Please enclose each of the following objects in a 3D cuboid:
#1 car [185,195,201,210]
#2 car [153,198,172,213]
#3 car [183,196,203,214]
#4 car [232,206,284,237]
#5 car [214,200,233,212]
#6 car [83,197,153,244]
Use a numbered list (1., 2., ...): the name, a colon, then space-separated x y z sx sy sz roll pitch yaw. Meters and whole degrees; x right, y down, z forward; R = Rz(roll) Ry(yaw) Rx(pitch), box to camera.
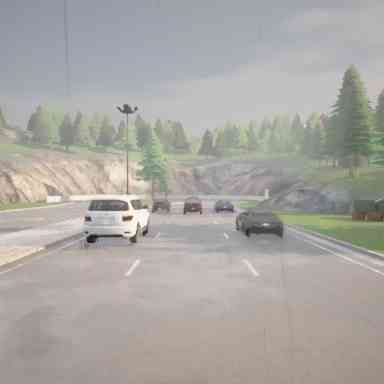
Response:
1. car: 0.183 1.352 44.286 2.097 1.767 4.553 0 0 1
2. car: -3.397 1.504 37.692 1.837 1.490 4.892 0 0 0
3. car: 0.092 1.477 35.063 1.882 1.535 5.008 0 0 0
4. car: 3.600 1.564 18.234 1.994 1.385 4.181 0 0 0
5. car: 3.604 1.563 38.075 1.994 1.385 4.181 0 0 0
6. car: -3.399 1.221 15.844 2.150 2.045 5.566 0 0 0
